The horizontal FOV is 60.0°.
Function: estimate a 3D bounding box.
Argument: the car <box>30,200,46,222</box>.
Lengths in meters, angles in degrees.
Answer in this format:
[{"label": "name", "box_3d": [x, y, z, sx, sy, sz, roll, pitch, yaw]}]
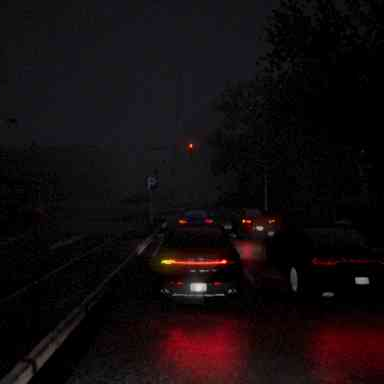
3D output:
[{"label": "car", "box_3d": [-13.523, 1.389, 24.986, 4.553, 1.767, 2.185, -1, 0, -19]}]

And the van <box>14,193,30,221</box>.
[{"label": "van", "box_3d": [-13.511, 1.284, 22.008, 4.442, 1.987, 1.878, -1, 0, -19]}]

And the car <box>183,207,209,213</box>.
[{"label": "car", "box_3d": [0.218, 1.540, 17.687, 1.812, 1.442, 4.674, 0, 0, 1]}]

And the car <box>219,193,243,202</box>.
[{"label": "car", "box_3d": [7.961, 1.101, 68.262, 4.553, 1.767, 2.185, 1, 0, -13]}]

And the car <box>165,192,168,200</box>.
[{"label": "car", "box_3d": [-8.919, 1.311, 80.725, 4.674, 1.452, 2.002, -1, 0, -13]}]

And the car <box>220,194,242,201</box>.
[{"label": "car", "box_3d": [9.051, 1.255, 77.090, 4.674, 1.452, 2.002, 1, 0, -12]}]

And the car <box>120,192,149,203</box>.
[{"label": "car", "box_3d": [-11.174, 1.321, 62.782, 4.792, 1.488, 2.163, -1, 0, -15]}]

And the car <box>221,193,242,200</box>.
[{"label": "car", "box_3d": [9.817, 1.080, 82.954, 4.553, 1.767, 2.185, 1, 0, -12]}]

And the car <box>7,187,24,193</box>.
[{"label": "car", "box_3d": [-27.935, 0.105, 53.723, 2.002, 1.452, 4.674, 6, -3, -19]}]

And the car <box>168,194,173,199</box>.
[{"label": "car", "box_3d": [-8.077, 1.306, 86.703, 4.674, 1.452, 2.002, -1, 0, -12]}]

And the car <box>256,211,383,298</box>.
[{"label": "car", "box_3d": [3.141, 1.483, 8.601, 1.882, 1.535, 5.008, 0, 0, 0]}]

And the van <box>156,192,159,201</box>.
[{"label": "van", "box_3d": [-9.931, 1.051, 71.761, 4.442, 1.987, 1.878, -1, 0, -14]}]

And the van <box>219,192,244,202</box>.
[{"label": "van", "box_3d": [7.565, 1.004, 65.294, 4.442, 1.987, 1.878, 1, 0, -14]}]

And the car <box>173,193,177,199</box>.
[{"label": "car", "box_3d": [-7.614, 1.012, 89.707, 5.566, 2.045, 2.435, -1, 0, -12]}]

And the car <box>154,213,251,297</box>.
[{"label": "car", "box_3d": [0.140, 1.510, 8.564, 1.837, 1.490, 4.892, 0, 0, 0]}]

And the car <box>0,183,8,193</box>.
[{"label": "car", "box_3d": [-30.929, -0.457, 53.796, 2.435, 2.045, 5.566, 6, -3, -19]}]

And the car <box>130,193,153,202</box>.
[{"label": "car", "box_3d": [-10.410, 1.155, 68.723, 4.553, 1.767, 2.185, -1, 0, -14]}]

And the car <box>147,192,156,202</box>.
[{"label": "car", "box_3d": [-10.516, 1.276, 65.771, 5.366, 1.575, 1.946, -1, 0, -14]}]

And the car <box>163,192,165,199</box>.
[{"label": "car", "box_3d": [-9.304, 1.313, 77.725, 4.674, 1.452, 2.002, -1, 0, -13]}]

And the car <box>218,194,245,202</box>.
[{"label": "car", "box_3d": [8.511, 1.222, 71.253, 5.366, 1.575, 1.946, 1, 0, -13]}]

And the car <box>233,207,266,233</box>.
[{"label": "car", "box_3d": [3.237, 1.540, 17.941, 1.812, 1.442, 4.674, 0, 0, 1]}]

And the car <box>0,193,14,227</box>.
[{"label": "car", "box_3d": [-13.641, 1.256, 18.972, 5.566, 2.045, 2.435, -1, 0, -19]}]

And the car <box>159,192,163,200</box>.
[{"label": "car", "box_3d": [-9.690, 1.277, 74.731, 4.892, 1.521, 2.231, -1, 0, -13]}]
